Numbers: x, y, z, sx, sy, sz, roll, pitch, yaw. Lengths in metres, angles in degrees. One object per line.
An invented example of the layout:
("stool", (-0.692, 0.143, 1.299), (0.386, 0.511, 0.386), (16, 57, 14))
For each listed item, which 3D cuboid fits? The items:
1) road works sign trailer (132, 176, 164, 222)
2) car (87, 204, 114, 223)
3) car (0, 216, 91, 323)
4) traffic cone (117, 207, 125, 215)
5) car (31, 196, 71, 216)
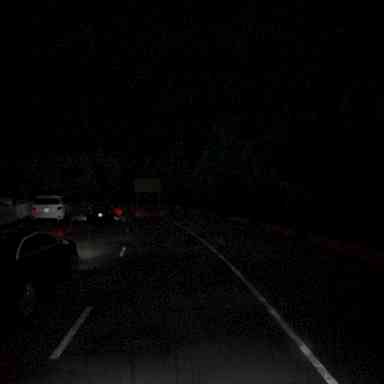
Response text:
("road works sign trailer", (-3.671, 0.508, 27.418), (2.380, 3.560, 2.880), (0, 0, -18))
("car", (-7.036, 1.615, 25.694), (1.994, 1.385, 4.181), (0, 0, -14))
("car", (-3.882, 1.511, 7.145), (2.128, 1.511, 4.902), (0, 0, -4))
("traffic cone", (-7.217, 2.017, 33.631), (0.340, 0.580, 0.340), (0, 0, -18))
("car", (-10.343, 1.280, 24.741), (2.150, 2.045, 5.566), (0, 0, -14))
